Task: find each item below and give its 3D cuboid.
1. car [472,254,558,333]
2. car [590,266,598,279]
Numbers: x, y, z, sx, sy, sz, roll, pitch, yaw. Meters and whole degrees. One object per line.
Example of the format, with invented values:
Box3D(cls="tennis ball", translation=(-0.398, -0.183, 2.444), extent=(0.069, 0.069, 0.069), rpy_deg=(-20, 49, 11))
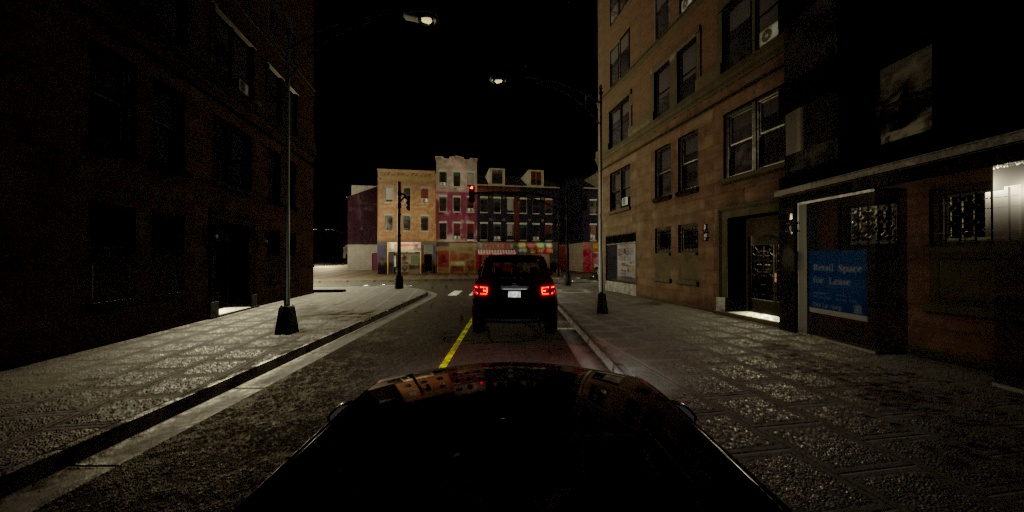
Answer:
Box3D(cls="car", translation=(0.098, 0.972, 10.899), extent=(2.150, 2.045, 5.566), rpy_deg=(0, 0, 1))
Box3D(cls="car", translation=(8.890, 1.090, 29.904), extent=(4.553, 1.767, 2.097), rpy_deg=(0, 0, -10))
